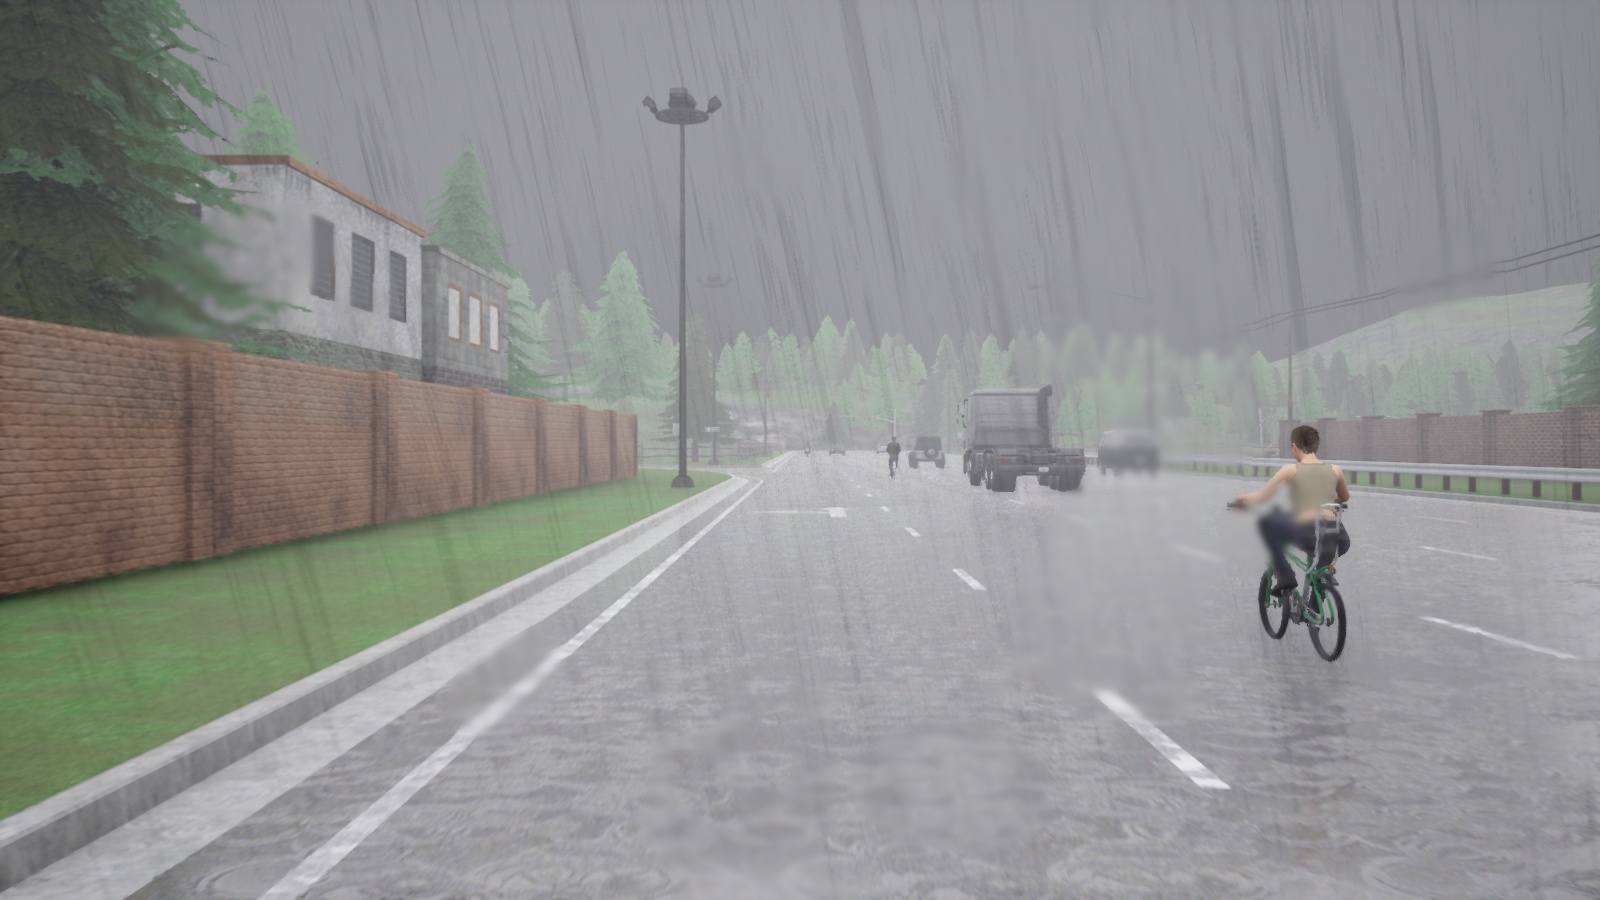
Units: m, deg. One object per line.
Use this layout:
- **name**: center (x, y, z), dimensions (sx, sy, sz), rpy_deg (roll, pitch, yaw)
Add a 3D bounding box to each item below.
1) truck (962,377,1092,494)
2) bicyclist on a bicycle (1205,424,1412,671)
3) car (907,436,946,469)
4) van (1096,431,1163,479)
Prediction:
- **truck**: center (7.250, -0.462, 41.247), dimensions (2.891, 3.462, 7.936), rpy_deg (0, 0, 0)
- **bicyclist on a bicycle**: center (3.571, 0.635, 8.977), dimensions (0.866, 1.612, 1.509), rpy_deg (0, 0, 0)
- **car**: center (7.435, 0.133, 73.954), dimensions (1.905, 1.878, 3.866), rpy_deg (0, 1, 0)
- **van**: center (14.327, 0.201, 54.888), dimensions (1.775, 1.987, 4.442), rpy_deg (0, 0, 0)
